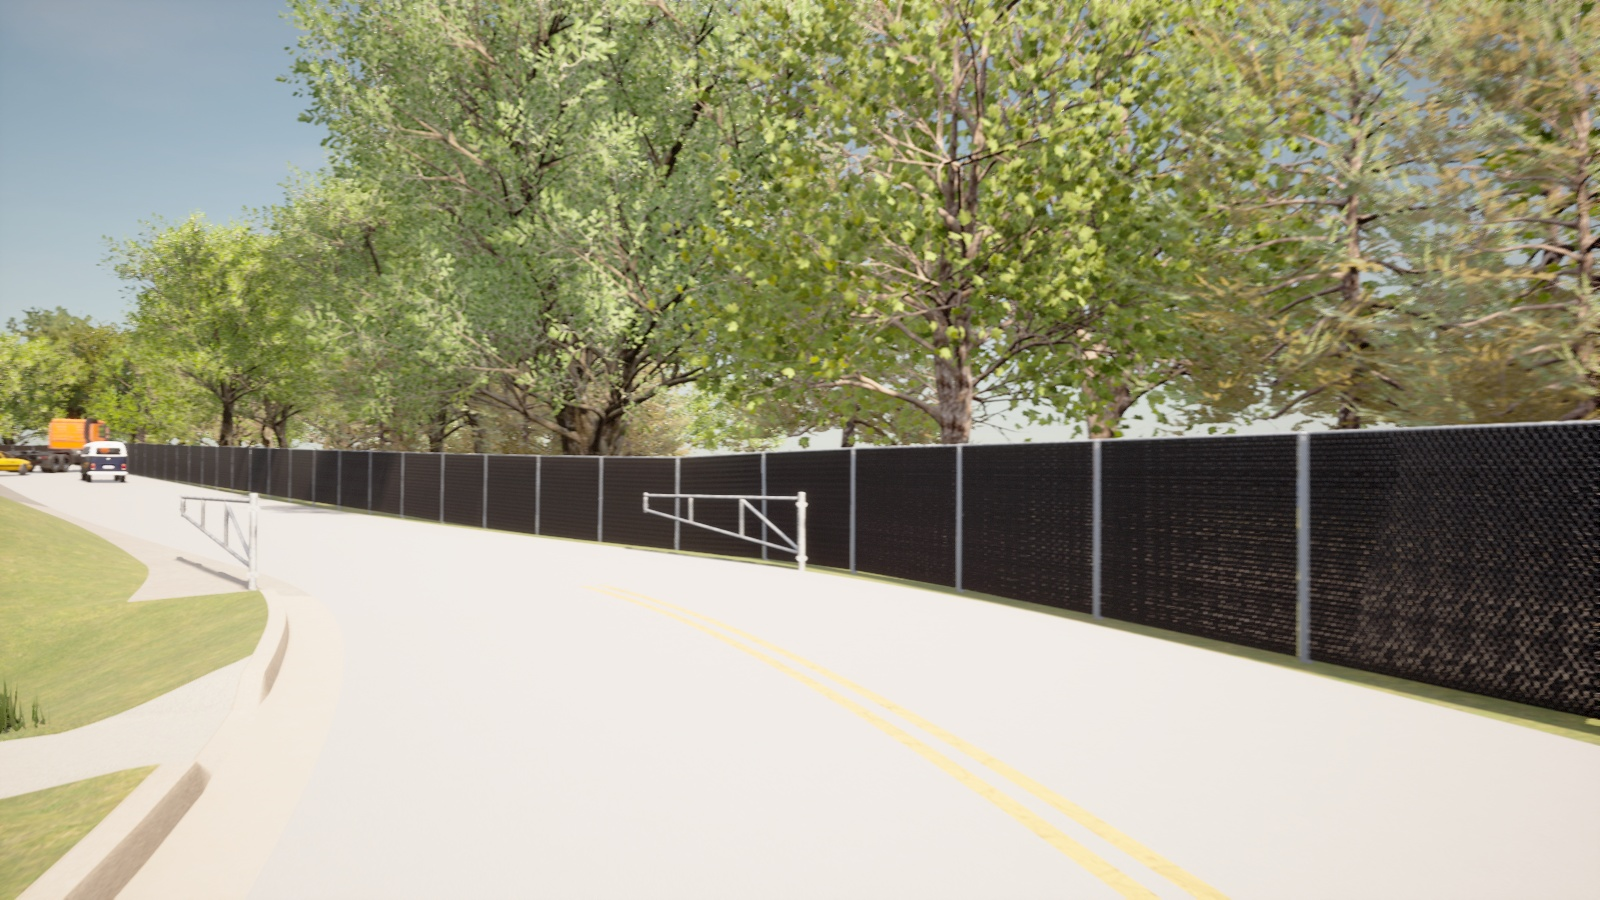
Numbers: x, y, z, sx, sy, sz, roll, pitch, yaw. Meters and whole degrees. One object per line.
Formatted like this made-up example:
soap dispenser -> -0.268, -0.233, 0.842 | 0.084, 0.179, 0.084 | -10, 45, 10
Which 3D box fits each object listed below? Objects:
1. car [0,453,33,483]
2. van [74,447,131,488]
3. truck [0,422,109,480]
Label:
car -> -44.440, 0.976, 68.697 | 1.801, 1.575, 5.366 | 1, -1, -2
van -> -35.701, 0.889, 64.209 | 2.069, 2.038, 4.480 | 1, -1, -35
truck -> -46.927, 0.033, 79.026 | 2.891, 3.462, 7.936 | 1, 0, -4
